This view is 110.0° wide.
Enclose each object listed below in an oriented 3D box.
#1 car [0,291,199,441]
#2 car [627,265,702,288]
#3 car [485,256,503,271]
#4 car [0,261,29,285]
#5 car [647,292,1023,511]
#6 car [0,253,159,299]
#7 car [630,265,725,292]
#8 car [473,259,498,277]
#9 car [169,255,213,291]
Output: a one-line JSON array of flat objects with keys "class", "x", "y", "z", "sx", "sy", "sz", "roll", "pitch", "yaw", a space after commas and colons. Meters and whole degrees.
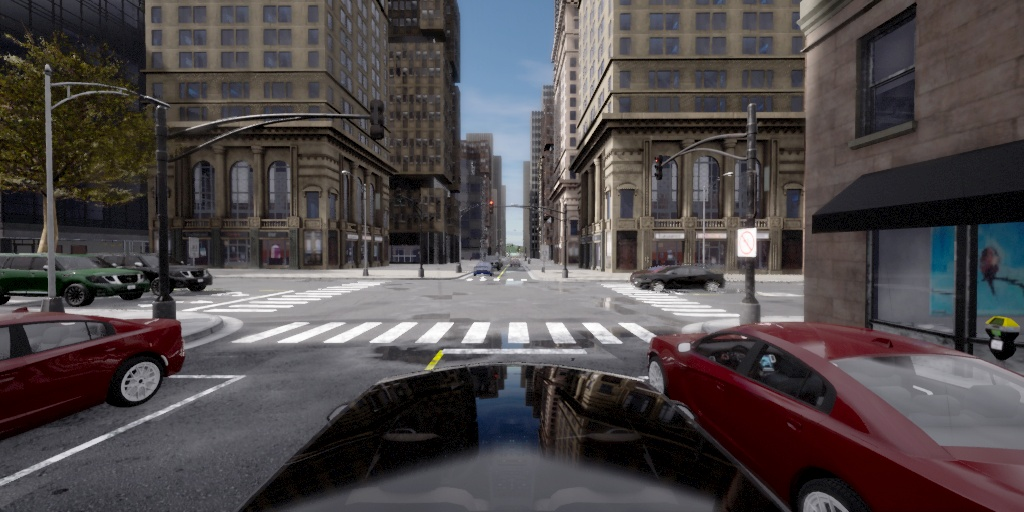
[{"class": "car", "x": -5.754, "y": 1.295, "z": 3.466, "sx": 1.888, "sy": 1.381, "sz": 4.507, "roll": 0, "pitch": 0, "yaw": 0}, {"class": "car", "x": 10.268, "y": 1.335, "z": 24.386, "sx": 4.181, "sy": 1.385, "sz": 1.994, "roll": 0, "pitch": 1, "yaw": 1}, {"class": "car", "x": -2.683, "y": 0.963, "z": 48.214, "sx": 2.150, "sy": 2.045, "sz": 5.566, "roll": 0, "pitch": 0, "yaw": 1}, {"class": "car", "x": -32.396, "y": 1.032, "z": 21.519, "sx": 4.181, "sy": 1.385, "sz": 1.994, "roll": 0, "pitch": 1, "yaw": 1}, {"class": "car", "x": 2.771, "y": 1.294, "z": 3.396, "sx": 1.888, "sy": 1.381, "sz": 4.507, "roll": 0, "pitch": 0, "yaw": 0}, {"class": "car", "x": -18.336, "y": 0.901, "z": 14.691, "sx": 5.566, "sy": 2.045, "sz": 2.150, "roll": 0, "pitch": 1, "yaw": 1}, {"class": "car", "x": 9.714, "y": 1.295, "z": 20.934, "sx": 5.008, "sy": 1.535, "sz": 1.882, "roll": 0, "pitch": 1, "yaw": -2}, {"class": "car", "x": -2.797, "y": 1.290, "z": 36.247, "sx": 2.033, "sy": 1.411, "sz": 5.357, "roll": 0, "pitch": 0, "yaw": 0}, {"class": "car", "x": -18.328, "y": 0.854, "z": 17.941, "sx": 5.566, "sy": 2.045, "sz": 2.150, "roll": 0, "pitch": 1, "yaw": 1}]
